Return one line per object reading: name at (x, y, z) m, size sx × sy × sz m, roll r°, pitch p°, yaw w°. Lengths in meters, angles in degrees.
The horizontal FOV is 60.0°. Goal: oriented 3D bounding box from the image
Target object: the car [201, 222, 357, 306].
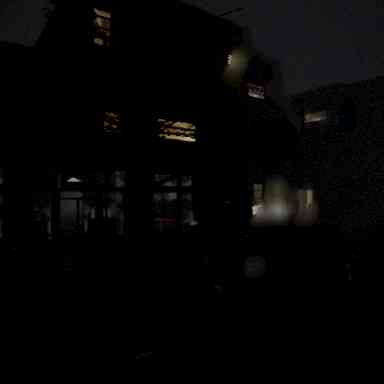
car at (2.163, 1.506, 8.113) m, size 4.097 × 1.590 × 1.967 m, roll 1°, pitch -1°, yaw -36°
